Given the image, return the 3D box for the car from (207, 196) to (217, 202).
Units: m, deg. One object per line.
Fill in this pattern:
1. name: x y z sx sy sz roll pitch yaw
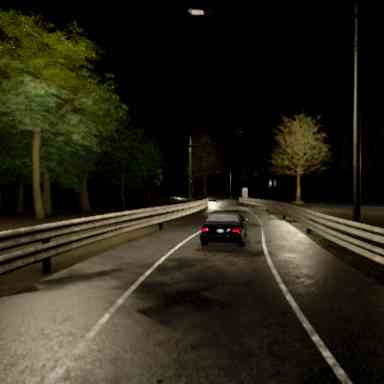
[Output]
1. car: 4.062 1.537 73.674 1.895 1.301 4.718 0 0 -9

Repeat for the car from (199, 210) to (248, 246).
1. car: 1.558 1.555 15.375 2.033 1.411 5.357 0 0 11
